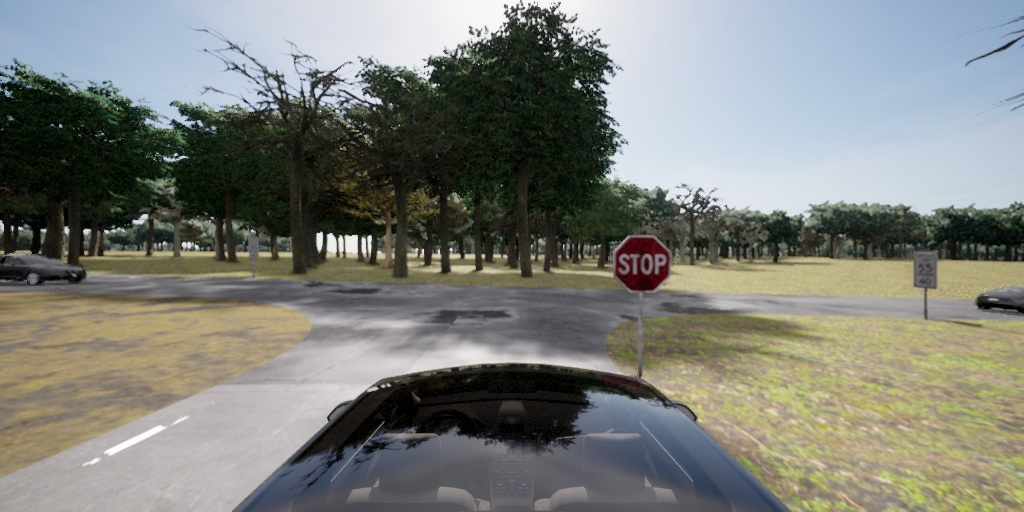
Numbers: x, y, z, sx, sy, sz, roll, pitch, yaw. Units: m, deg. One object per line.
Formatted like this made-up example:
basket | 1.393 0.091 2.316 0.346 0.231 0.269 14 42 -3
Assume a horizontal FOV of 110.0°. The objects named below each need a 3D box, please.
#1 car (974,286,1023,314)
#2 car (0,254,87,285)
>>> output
car | 27.895 2.362 19.294 4.181 1.385 1.994 2 0 -1
car | -25.409 0.685 18.812 4.892 1.490 1.837 2 0 -1
